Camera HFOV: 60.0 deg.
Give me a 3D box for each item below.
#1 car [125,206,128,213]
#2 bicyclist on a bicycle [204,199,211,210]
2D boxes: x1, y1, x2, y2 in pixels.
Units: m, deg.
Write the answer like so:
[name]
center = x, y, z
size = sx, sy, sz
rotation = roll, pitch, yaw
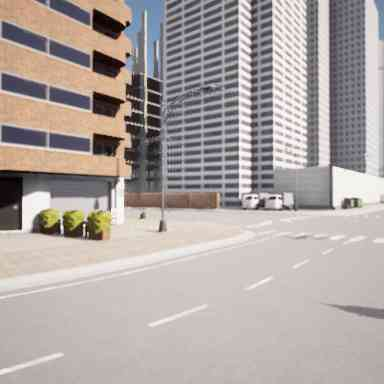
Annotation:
[car]
center = -10.310, 1.961, 42.538
size = 4.892, 1.490, 1.837
rotation = 0, -1, 38
[bicyclist on a bicycle]
center = 2.199, 1.784, 47.993
size = 0.582, 1.620, 1.656
rotation = 0, 0, 38
